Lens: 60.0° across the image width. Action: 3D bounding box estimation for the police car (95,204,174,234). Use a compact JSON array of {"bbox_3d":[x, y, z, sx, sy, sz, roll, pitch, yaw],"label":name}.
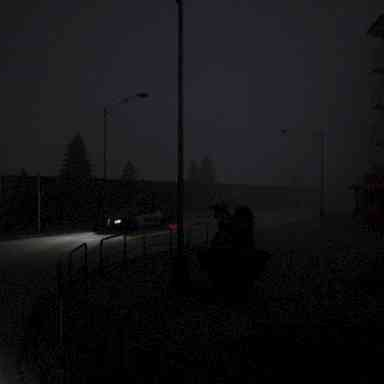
[{"bbox_3d":[-3.270,1.495,19.343,2.038,1.542,4.974,0,0,35],"label":"police car"}]
